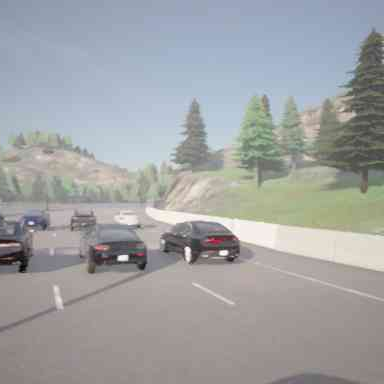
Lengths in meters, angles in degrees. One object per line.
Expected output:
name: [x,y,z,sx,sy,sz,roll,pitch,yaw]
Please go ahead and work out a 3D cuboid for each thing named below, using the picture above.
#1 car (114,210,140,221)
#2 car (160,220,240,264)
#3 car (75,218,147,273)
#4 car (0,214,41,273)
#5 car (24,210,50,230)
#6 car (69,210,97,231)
car: [-5.599,2.279,28.306,1.812,1.442,4.674,2,-2,-19]
car: [0.129,1.917,13.597,1.837,1.490,4.892,2,-3,-23]
car: [-2.925,1.839,11.853,1.812,1.442,4.674,2,-3,-23]
car: [-6.459,1.727,11.234,2.128,1.511,4.902,2,-2,-23]
car: [-12.079,2.091,25.642,1.812,1.442,4.674,2,-2,-19]
car: [-8.462,2.127,25.883,2.128,1.511,4.902,2,-2,-19]
